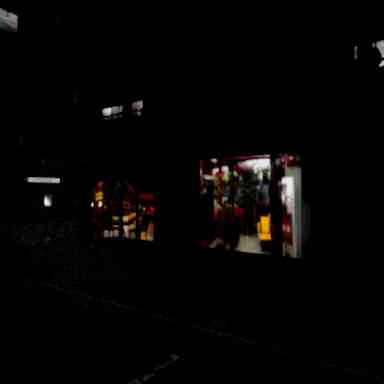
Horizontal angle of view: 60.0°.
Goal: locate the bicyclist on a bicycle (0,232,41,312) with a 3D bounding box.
[{"bbox_3d":[-3.526,1.388,6.077,0.582,1.620,1.656,0,0,35],"label":"bicyclist on a bicycle"}]
